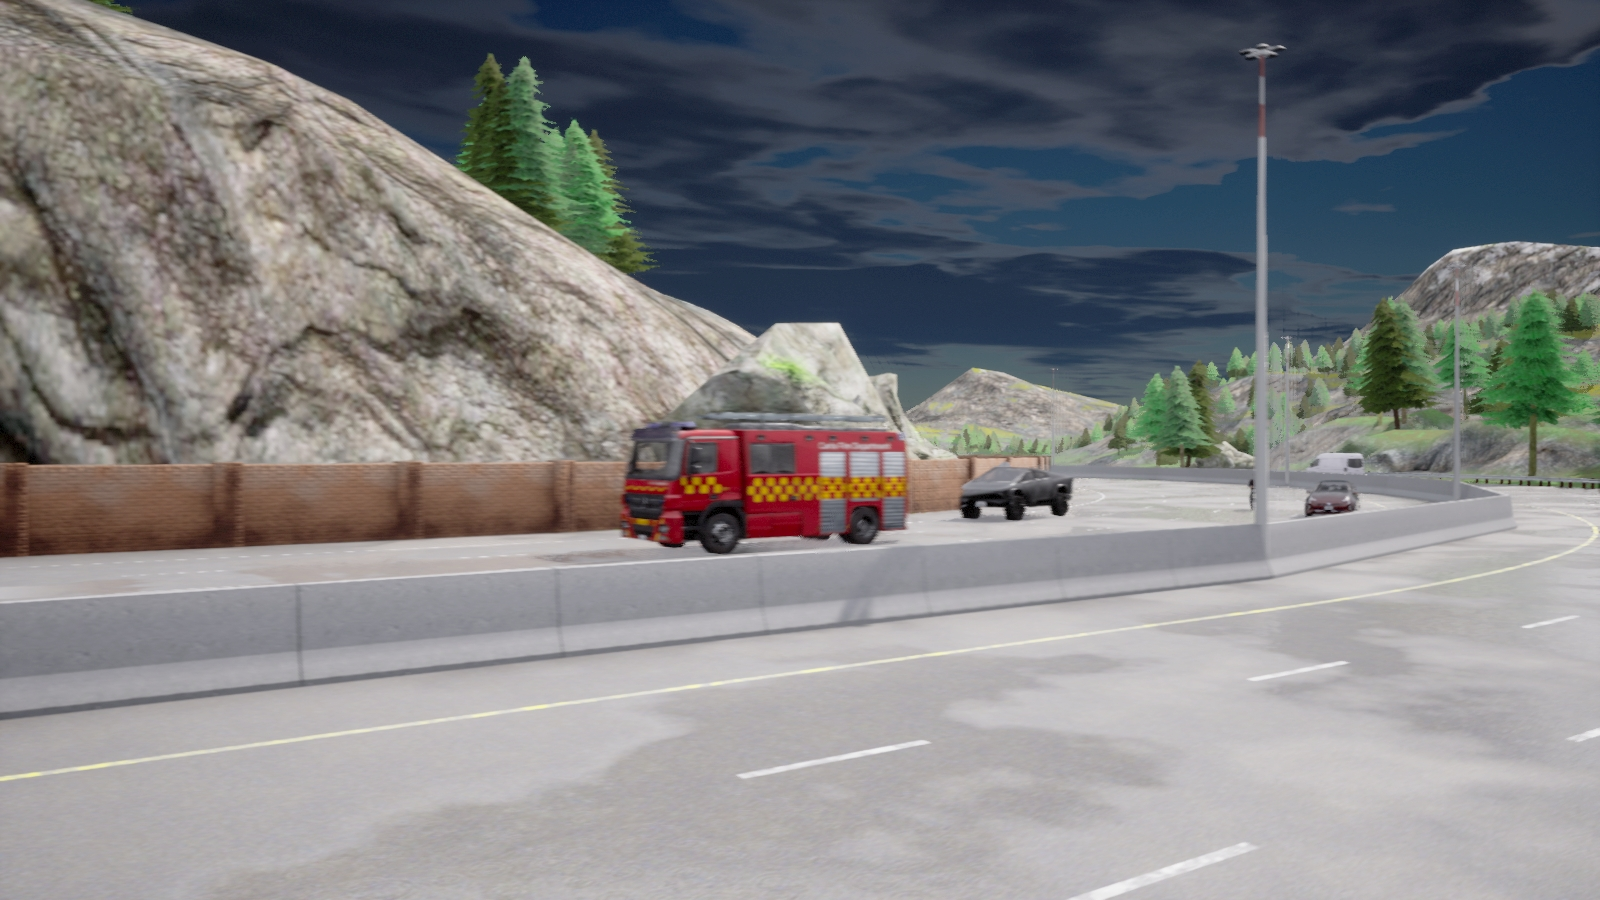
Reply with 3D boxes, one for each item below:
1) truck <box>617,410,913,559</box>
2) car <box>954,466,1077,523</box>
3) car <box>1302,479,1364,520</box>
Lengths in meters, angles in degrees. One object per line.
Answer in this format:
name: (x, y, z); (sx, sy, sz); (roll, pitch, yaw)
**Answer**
truck: (-0.838, 0.892, 33.111); (8.468, 3.827, 2.891); (0, 0, -37)
car: (8.970, 1.764, 47.079); (2.390, 2.098, 6.274); (0, 0, 38)
car: (22.734, 2.061, 48.632); (2.007, 1.525, 4.514); (0, 0, 30)
